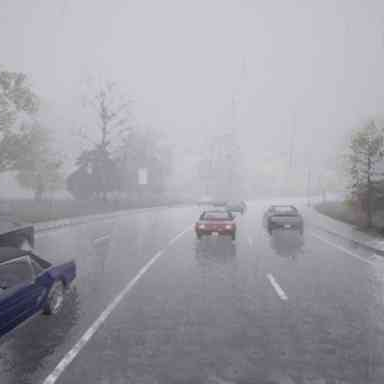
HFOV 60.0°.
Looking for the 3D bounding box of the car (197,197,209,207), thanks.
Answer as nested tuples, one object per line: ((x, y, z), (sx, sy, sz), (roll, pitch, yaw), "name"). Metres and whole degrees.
((2.256, 1.505, 51.292), (1.812, 1.442, 4.674), (0, 0, 20), "car")

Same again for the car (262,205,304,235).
((5.130, 1.503, 19.099), (2.128, 1.511, 4.902), (0, 0, 8), "car")

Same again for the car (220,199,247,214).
((4.700, 1.551, 35.066), (2.033, 1.411, 5.357), (0, 0, 14), "car")

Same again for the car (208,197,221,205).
((4.177, 1.594, 46.263), (1.895, 1.301, 4.718), (0, 0, 19), "car")

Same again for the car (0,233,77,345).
((-3.420, 1.589, 4.744), (1.895, 1.301, 4.718), (0, 0, 3), "car")

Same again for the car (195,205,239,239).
((1.325, 1.599, 17.237), (1.895, 1.301, 4.718), (0, 0, 7), "car")

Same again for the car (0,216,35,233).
((-6.627, 1.453, 9.748), (1.882, 1.535, 5.008), (0, 0, 5), "car")
